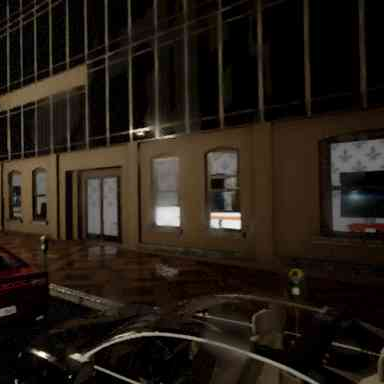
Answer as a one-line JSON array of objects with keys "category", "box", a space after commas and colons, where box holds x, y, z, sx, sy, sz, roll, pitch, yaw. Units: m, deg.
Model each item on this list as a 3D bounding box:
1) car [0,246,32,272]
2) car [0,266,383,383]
[{"category": "car", "box": [-4.392, 1.538, 5.985, 4.507, 1.381, 1.887, 0, -1, 36]}, {"category": "car", "box": [0.247, 1.550, 2.677, 4.403, 1.369, 2.008, 0, -1, 36]}]
